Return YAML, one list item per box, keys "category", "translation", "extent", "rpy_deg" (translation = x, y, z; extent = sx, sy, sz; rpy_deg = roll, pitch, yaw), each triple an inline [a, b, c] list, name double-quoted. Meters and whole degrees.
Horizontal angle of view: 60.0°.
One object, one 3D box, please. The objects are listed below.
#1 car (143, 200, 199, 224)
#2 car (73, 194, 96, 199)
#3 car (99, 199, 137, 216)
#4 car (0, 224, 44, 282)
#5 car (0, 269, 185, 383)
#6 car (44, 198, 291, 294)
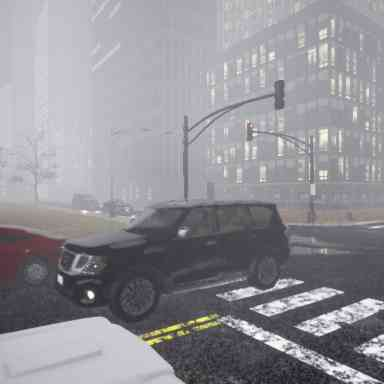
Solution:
- category: "car"
  translation: [-1.755, 1.484, 25.815]
  extent: [1.882, 1.535, 5.008]
  rpy_deg: [0, 0, -36]
- category: "car"
  translation: [-13.821, 1.227, 42.916]
  extent: [2.150, 2.045, 5.566]
  rpy_deg: [0, 0, -35]
- category: "car"
  translation: [-7.733, 1.497, 34.275]
  extent: [2.128, 1.511, 4.902]
  rpy_deg: [0, 0, -35]
- category: "car"
  translation: [-5.289, 1.526, 7.898]
  extent: [4.674, 1.442, 1.812]
  rpy_deg: [0, 0, -36]
- category: "car"
  translation: [-2.245, 1.601, 1.841]
  extent: [4.718, 1.301, 1.895]
  rpy_deg: [0, 0, -36]
- category: "car"
  translation: [-0.119, 1.221, 7.595]
  extent: [5.566, 2.045, 2.150]
  rpy_deg: [0, 0, -36]
